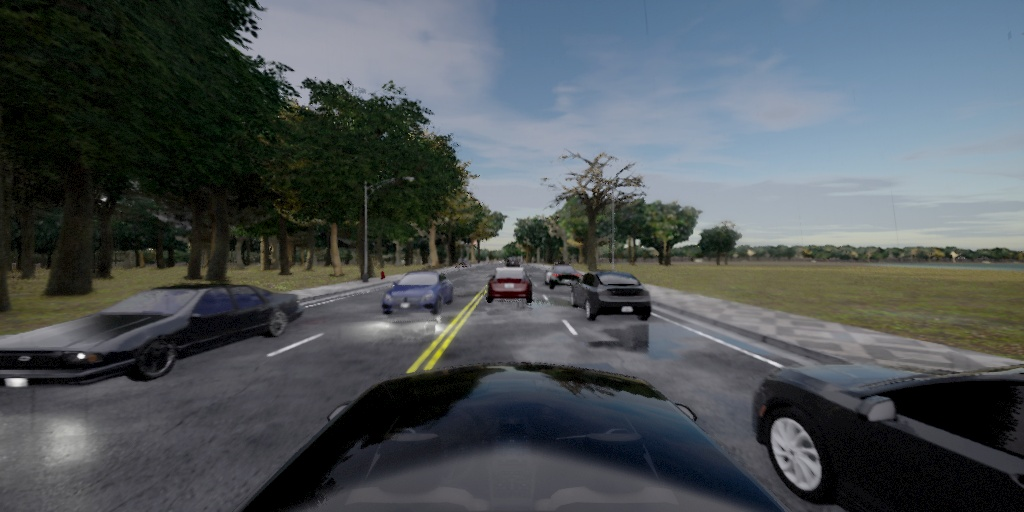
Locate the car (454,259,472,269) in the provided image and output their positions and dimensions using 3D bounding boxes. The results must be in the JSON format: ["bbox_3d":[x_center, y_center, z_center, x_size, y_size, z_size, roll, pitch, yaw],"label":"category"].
[{"bbox_3d":[-6.503,1.061,47.858,1.994,1.385,4.181,0,0,0],"label":"car"}]

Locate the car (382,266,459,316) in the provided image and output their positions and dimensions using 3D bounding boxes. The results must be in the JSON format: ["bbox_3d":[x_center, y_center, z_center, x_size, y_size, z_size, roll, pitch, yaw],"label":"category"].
[{"bbox_3d":[-3.351,1.290,13.588,1.812,1.442,4.674,0,0,0],"label":"car"}]

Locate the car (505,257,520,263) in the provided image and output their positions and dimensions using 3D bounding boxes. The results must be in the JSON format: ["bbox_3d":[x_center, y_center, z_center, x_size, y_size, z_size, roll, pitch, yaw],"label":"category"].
[{"bbox_3d":[0.097,1.154,54.701,2.150,2.045,5.566,0,0,0],"label":"car"}]

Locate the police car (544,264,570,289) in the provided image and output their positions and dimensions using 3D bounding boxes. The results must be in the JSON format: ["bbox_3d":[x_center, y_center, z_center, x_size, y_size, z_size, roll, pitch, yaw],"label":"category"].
[{"bbox_3d":[3.249,1.293,23.530,2.038,1.542,4.974,0,0,0],"label":"police car"}]

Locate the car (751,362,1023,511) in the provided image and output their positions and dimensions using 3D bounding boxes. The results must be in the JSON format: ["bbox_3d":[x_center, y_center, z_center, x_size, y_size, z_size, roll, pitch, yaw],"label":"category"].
[{"bbox_3d":[3.250,1.254,1.527,1.837,1.490,4.892,0,0,0],"label":"car"}]

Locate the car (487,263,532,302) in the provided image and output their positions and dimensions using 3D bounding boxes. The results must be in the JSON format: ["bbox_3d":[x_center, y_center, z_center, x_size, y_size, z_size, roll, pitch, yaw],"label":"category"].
[{"bbox_3d":[-0.087,1.274,17.070,2.163,1.488,4.792,0,0,1],"label":"car"}]

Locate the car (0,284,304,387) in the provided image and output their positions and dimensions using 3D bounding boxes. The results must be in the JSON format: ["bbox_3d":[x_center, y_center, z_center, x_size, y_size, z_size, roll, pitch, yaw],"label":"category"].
[{"bbox_3d":[-6.603,1.303,7.441,2.033,1.411,5.357,0,0,0],"label":"car"}]

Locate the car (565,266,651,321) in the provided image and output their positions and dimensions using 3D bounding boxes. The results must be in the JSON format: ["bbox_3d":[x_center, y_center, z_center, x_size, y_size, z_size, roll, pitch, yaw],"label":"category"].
[{"bbox_3d":[3.249,1.266,12.528,1.837,1.490,4.892,0,0,0],"label":"car"}]
